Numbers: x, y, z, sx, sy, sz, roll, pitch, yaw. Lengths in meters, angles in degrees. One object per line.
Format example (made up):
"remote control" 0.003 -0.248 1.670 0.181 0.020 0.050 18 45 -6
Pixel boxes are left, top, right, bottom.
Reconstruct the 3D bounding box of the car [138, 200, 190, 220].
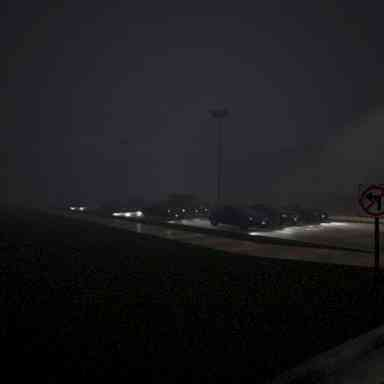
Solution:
"car" -2.522 1.605 28.718 1.895 1.301 4.718 0 0 -36

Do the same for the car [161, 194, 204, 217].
"car" -0.321 1.225 31.647 2.150 2.045 5.566 0 0 -36

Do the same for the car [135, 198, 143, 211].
"car" -6.688 1.511 40.414 1.837 1.490 4.892 0 0 -36

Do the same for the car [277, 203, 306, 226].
"car" 5.431 1.531 23.791 1.812 1.442 4.674 0 0 -37

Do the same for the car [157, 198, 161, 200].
"car" -3.148 1.484 41.489 1.882 1.535 5.008 0 0 -36

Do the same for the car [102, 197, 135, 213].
"car" -8.450 1.568 36.877 1.994 1.385 4.181 0 0 -36

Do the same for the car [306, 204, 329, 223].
"car" 8.337 1.570 25.711 1.994 1.385 4.181 0 0 -36

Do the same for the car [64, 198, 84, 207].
"car" -17.665 1.569 49.795 1.994 1.385 4.181 0 0 -35

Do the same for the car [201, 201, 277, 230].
"car" 2.865 1.530 21.373 1.812 1.442 4.674 0 0 -35

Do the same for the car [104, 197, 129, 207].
"car" -12.482 1.561 54.589 2.033 1.411 5.357 0 0 -36

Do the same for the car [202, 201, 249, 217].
"car" 3.189 1.607 32.767 1.895 1.301 4.718 0 0 -36
